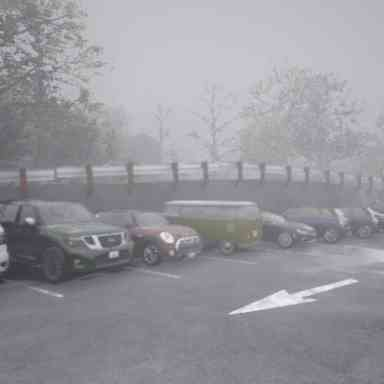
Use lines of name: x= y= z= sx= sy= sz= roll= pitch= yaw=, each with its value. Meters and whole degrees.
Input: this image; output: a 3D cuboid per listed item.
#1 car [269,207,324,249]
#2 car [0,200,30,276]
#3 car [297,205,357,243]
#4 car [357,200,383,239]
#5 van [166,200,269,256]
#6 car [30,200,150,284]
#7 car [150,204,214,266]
car: x=3.110 y=1.590 z=15.230 sx=4.892 sy=1.521 sz=2.231 roll=-1 pitch=-1 yaw=34
car: x=-6.762 y=1.227 z=8.222 sx=5.566 sy=2.045 sz=2.435 roll=-1 pitch=-1 yaw=35
car: x=5.597 y=1.491 z=16.947 sx=4.553 sy=1.767 sz=2.185 roll=-1 pitch=-1 yaw=35
car: x=8.060 y=1.518 z=18.710 sx=4.553 sy=1.767 sz=2.185 roll=-1 pitch=-1 yaw=34
van: x=0.553 y=1.337 z=13.536 sx=4.442 sy=1.987 sz=1.878 roll=-1 pitch=-1 yaw=35
car: x=-4.245 y=1.255 z=9.963 sx=5.566 sy=2.045 sz=2.435 roll=-1 pitch=-1 yaw=34
car: x=-1.834 y=1.409 z=11.744 sx=4.553 sy=1.767 sz=2.185 roll=-1 pitch=-1 yaw=34
